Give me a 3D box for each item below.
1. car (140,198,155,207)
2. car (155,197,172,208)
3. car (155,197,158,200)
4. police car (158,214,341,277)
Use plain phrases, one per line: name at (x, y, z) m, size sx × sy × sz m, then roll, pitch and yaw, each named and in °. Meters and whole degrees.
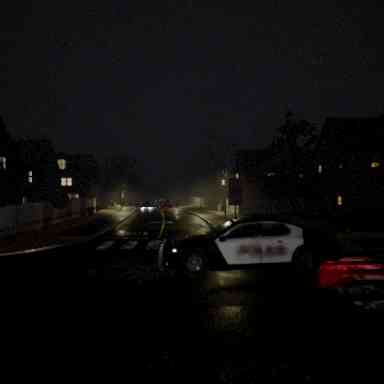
car at (-7.772, 1.880, 56.024) m, size 1.994 × 1.385 × 4.181 m, roll 0°, pitch -1°, yaw -11°
car at (-4.281, 1.876, 52.438) m, size 1.895 × 1.301 × 4.718 m, roll 0°, pitch -1°, yaw -11°
car at (-6.298, 1.744, 62.268) m, size 2.097 × 1.767 × 4.553 m, roll 0°, pitch -1°, yaw -13°
police car at (1.540, 1.492, 9.748) m, size 4.974 × 1.542 × 2.038 m, roll -2°, pitch 0°, yaw 0°
